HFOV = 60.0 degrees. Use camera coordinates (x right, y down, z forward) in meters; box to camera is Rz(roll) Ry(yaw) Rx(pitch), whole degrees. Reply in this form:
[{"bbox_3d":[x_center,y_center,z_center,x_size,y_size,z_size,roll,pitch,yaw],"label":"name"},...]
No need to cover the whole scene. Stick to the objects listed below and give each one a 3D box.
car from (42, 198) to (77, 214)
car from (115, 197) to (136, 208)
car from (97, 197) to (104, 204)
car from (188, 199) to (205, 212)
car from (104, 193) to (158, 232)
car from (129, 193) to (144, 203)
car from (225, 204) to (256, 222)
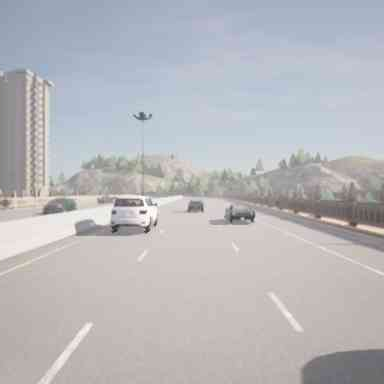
[{"bbox_3d":[-13.823,1.389,34.967,2.097,1.767,4.553,0,0,2],"label":"car"},{"bbox_3d":[-9.873,1.528,49.658,1.882,1.535,5.008,0,0,2],"label":"car"},{"bbox_3d":[-16.441,1.626,62.682,1.994,1.385,4.181,0,0,2],"label":"car"},{"bbox_3d":[0.516,1.531,39.885,2.128,1.511,4.902,0,0,2],"label":"car"},{"bbox_3d":[-3.375,1.242,20.202,2.150,2.045,5.566,0,0,0],"label":"car"},{"bbox_3d":[-12.547,1.302,75.515,2.150,2.045,5.566,0,0,2],"label":"car"},{"bbox_3d":[3.684,1.626,26.160,1.895,1.301,4.718,0,0,1],"label":"car"}]
